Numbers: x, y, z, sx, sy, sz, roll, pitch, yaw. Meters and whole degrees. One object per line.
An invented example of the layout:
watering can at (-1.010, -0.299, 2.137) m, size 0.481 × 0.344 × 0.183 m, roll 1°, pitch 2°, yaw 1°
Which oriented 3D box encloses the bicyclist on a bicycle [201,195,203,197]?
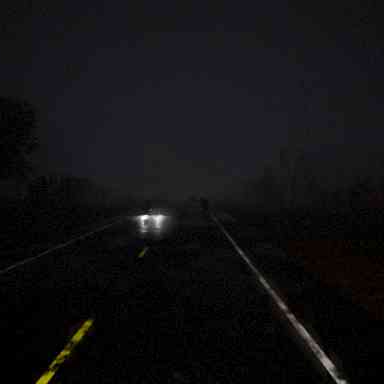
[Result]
bicyclist on a bicycle at (0.983, 1.168, 31.678) m, size 0.659 × 1.776 × 1.843 m, roll 0°, pitch 1°, yaw 0°

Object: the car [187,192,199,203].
car at (0.131, 1.162, 58.255) m, size 1.994 × 1.385 × 4.181 m, roll 0°, pitch 0°, yaw 0°

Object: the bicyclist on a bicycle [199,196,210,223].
bicyclist on a bicycle at (0.978, 1.308, 23.019) m, size 0.582 × 1.620 × 1.656 m, roll 0°, pitch 0°, yaw 0°

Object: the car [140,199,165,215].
car at (-3.580, 1.367, 30.819) m, size 1.994 × 1.385 × 4.181 m, roll 0°, pitch 0°, yaw 0°
